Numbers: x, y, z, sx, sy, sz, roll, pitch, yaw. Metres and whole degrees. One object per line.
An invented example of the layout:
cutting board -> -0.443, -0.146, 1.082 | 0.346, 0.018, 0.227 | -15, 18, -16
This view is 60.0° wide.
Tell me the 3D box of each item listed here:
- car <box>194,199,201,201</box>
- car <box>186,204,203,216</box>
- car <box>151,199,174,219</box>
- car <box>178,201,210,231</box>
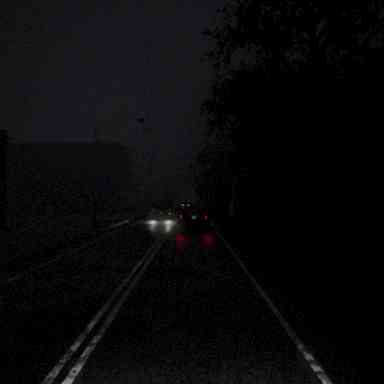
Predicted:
car -> 1.416, 2.670, 86.562 | 1.895, 1.301, 4.718 | 0, -1, 2
car -> 0.320, 2.199, 41.682 | 2.033, 1.411, 5.357 | 0, -1, 1
car -> -3.115, 1.783, 36.130 | 2.150, 2.045, 5.566 | 0, -1, 1
car -> 0.135, 1.696, 23.170 | 2.097, 1.767, 4.553 | 0, -1, 0
